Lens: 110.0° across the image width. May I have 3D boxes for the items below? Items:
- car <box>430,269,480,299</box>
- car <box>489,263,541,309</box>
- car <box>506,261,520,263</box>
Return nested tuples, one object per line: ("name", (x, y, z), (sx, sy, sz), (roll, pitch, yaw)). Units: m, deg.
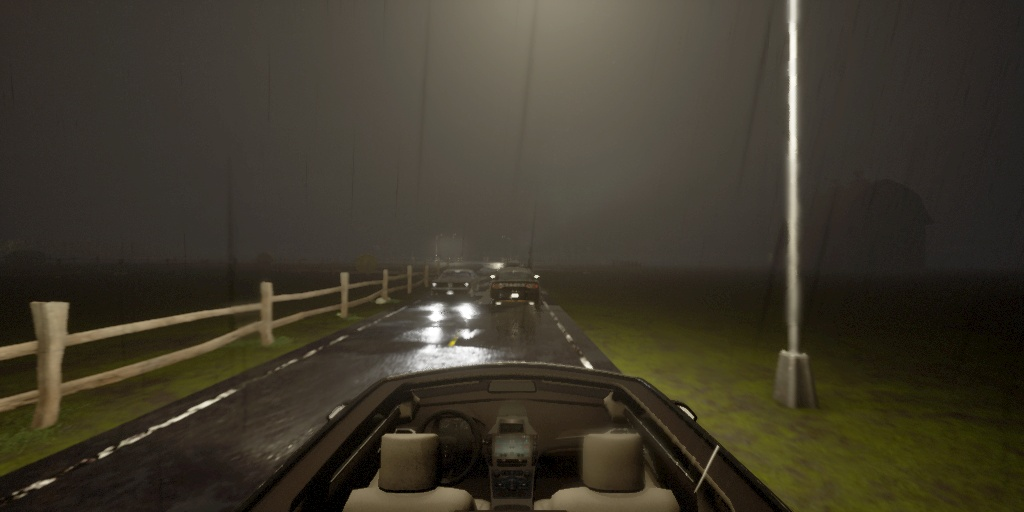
("car", (-2.740, 1.340, 18.104), (1.895, 1.301, 4.718), (0, 0, 0))
("car", (0.109, 1.219, 14.898), (1.882, 1.535, 5.008), (0, 0, 0))
("car", (0.121, 1.232, 35.438), (1.837, 1.490, 4.892), (0, 0, 0))
